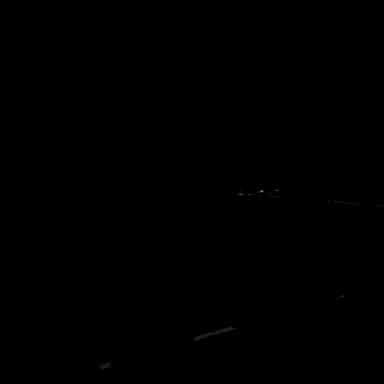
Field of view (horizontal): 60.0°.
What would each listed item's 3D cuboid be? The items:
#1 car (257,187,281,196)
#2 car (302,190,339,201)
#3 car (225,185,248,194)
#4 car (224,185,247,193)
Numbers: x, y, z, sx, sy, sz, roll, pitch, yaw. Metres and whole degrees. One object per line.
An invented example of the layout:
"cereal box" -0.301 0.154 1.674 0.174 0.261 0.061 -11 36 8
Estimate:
"car" 13.310 -0.188 57.753 2.128 1.511 4.902 2 2 -24
"car" 16.490 0.464 42.875 1.895 1.301 4.718 2 1 -24
"car" 8.476 -0.480 61.115 1.882 1.535 5.008 2 2 -24
"car" 8.794 -0.598 67.772 2.033 1.411 5.357 2 2 -24
